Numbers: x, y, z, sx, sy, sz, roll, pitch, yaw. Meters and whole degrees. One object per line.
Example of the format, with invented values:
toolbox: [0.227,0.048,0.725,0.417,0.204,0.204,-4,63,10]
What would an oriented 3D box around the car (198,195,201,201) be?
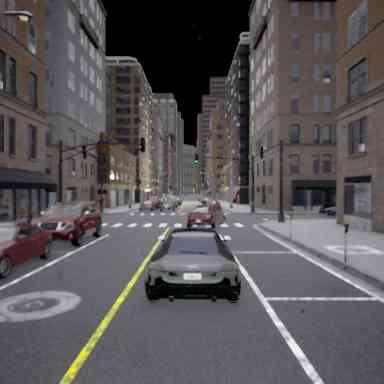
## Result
car: [2.784,1.764,70.533,1.967,1.590,4.097,-1,0,0]

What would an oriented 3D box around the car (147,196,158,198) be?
car: [-5.722,1.520,48.248,2.192,1.841,5.009,-1,0,0]

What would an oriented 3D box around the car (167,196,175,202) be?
car: [-5.761,1.892,92.766,1.967,1.590,4.097,-1,0,0]

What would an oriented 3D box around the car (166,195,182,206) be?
car: [-3.137,1.720,52.780,2.128,1.511,4.902,0,0,0]

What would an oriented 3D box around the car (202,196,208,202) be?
car: [2.805,1.731,48.450,1.752,1.417,4.829,-1,0,0]

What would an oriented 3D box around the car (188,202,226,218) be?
car: [1.009,1.616,22.654,1.812,1.442,4.674,-1,0,15]

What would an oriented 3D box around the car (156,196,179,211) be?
car: [-3.136,1.673,43.381,2.128,1.511,4.902,0,0,0]

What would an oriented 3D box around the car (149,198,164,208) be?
car: [-5.725,1.778,53.811,1.887,1.381,4.507,-1,0,0]

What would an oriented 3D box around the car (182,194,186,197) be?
car: [-3.065,1.839,72.906,2.128,1.511,4.902,0,0,0]

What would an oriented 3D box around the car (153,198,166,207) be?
car: [-5.730,1.787,59.206,1.752,1.417,4.829,-1,0,0]

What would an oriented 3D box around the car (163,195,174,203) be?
car: [-5.753,1.703,81.637,2.192,1.841,5.009,-1,0,0]

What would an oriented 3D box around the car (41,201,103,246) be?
car: [-5.692,1.374,15.682,2.192,1.841,5.009,-1,0,0]

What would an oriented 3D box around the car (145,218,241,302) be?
car: [0.057,1.595,8.376,1.994,1.385,4.181,0,0,1]

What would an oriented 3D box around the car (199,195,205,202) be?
car: [2.791,1.837,64.969,1.887,1.381,4.507,-1,0,0]

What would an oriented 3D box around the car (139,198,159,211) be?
car: [-5.714,1.760,42.682,1.802,1.307,4.206,-1,0,0]

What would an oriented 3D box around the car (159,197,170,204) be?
car: [-5.740,1.874,70.505,2.008,1.369,4.403,-1,0,0]

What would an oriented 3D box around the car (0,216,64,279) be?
car: [-5.684,1.619,10.099,1.802,1.307,4.206,-1,0,0]

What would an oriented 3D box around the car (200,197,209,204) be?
car: [2.780,1.900,76.097,1.887,1.381,4.507,-1,0,0]

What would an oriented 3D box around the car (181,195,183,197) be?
car: [-3.110,1.805,62.473,1.812,1.442,4.674,0,0,0]

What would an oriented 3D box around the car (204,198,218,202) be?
car: [2.811,1.760,42.717,1.802,1.307,4.206,-1,0,0]

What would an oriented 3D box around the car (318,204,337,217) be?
car: [14.835,1.548,31.256,5.357,1.411,2.033,0,0,2]
